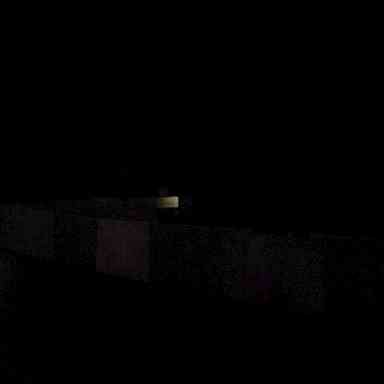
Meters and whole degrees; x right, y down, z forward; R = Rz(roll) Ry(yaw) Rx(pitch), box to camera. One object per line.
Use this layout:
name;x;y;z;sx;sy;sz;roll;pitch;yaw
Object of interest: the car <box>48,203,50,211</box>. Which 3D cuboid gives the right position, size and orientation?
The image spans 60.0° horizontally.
car;-11.076;1.413;22.551;2.128;1.511;4.902;-3;-1;36
